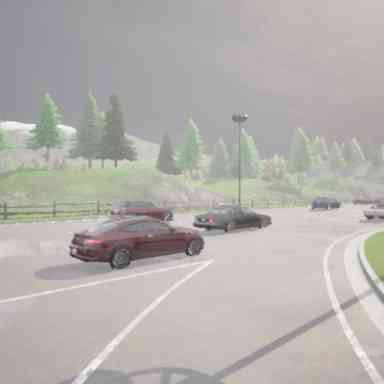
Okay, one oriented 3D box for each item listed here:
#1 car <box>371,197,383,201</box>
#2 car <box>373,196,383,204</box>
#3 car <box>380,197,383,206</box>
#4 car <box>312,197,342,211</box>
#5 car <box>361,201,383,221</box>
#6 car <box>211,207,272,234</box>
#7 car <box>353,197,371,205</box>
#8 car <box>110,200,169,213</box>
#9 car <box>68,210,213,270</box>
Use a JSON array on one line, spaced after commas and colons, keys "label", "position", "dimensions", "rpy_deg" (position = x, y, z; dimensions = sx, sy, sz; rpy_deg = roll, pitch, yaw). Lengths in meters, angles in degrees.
[{"label": "car", "position": [22.181, 1.552, 37.317], "dimensions": [4.674, 1.442, 1.812], "rpy_deg": [0, 0, -42]}, {"label": "car", "position": [37.474, 1.598, 65.391], "dimensions": [4.181, 1.385, 1.994], "rpy_deg": [0, 0, -42]}, {"label": "car", "position": [34.747, 1.548, 58.083], "dimensions": [4.892, 1.490, 1.837], "rpy_deg": [-1, 1, -42]}, {"label": "car", "position": [17.130, 1.380, 42.187], "dimensions": [4.553, 1.767, 2.097], "rpy_deg": [0, 0, -42]}, {"label": "car", "position": [15.648, 1.619, 26.705], "dimensions": [4.718, 1.301, 1.895], "rpy_deg": [0, 0, -42]}, {"label": "car", "position": [2.465, 1.560, 19.526], "dimensions": [5.357, 1.411, 2.033], "rpy_deg": [0, 0, -42]}, {"label": "car", "position": [30.151, 1.567, 58.779], "dimensions": [4.674, 1.442, 1.812], "rpy_deg": [0, 0, -42]}, {"label": "car", "position": [-3.509, 1.367, 23.564], "dimensions": [4.553, 1.767, 2.097], "rpy_deg": [0, 0, -42]}, {"label": "car", "position": [-1.670, 1.532, 11.082], "dimensions": [4.674, 1.442, 1.812], "rpy_deg": [0, 0, -42]}]
